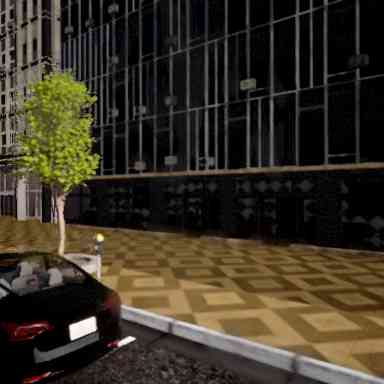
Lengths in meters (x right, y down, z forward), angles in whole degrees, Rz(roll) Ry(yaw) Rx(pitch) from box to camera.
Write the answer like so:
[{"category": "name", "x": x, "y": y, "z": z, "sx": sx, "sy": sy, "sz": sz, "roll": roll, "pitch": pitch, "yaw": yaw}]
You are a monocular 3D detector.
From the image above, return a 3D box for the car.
[{"category": "car", "x": -2.915, "y": 1.567, "z": 4.956, "sx": 4.313, "sy": 1.339, "sz": 1.947, "roll": 0, "pitch": 0, "yaw": 35}]
